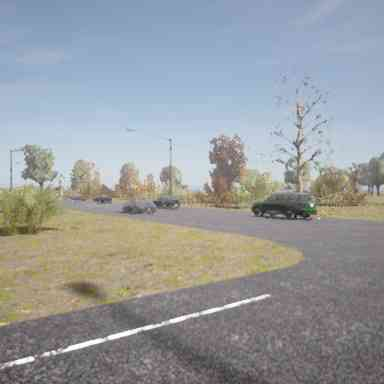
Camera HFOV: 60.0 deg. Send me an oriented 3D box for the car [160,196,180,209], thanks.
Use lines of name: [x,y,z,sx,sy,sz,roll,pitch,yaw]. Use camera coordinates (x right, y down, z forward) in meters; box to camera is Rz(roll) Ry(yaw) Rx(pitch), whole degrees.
car: [-3.397,1.320,41.929,1.837,1.490,4.892,0,0,-37]

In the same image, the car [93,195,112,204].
car: [-15.763,1.180,58.279,1.882,1.535,5.008,0,0,-37]

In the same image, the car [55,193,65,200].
car: [-31.537,1.066,79.134,1.812,1.442,4.674,0,1,-37]

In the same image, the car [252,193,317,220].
car: [7.528,1.129,27.482,2.150,2.045,5.566,0,0,-37]

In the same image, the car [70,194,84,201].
car: [-23.862,1.149,68.988,1.812,1.442,4.674,0,1,-37]

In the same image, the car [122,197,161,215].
car: [-5.200,1.424,32.710,1.994,1.385,4.181,0,0,-37]
